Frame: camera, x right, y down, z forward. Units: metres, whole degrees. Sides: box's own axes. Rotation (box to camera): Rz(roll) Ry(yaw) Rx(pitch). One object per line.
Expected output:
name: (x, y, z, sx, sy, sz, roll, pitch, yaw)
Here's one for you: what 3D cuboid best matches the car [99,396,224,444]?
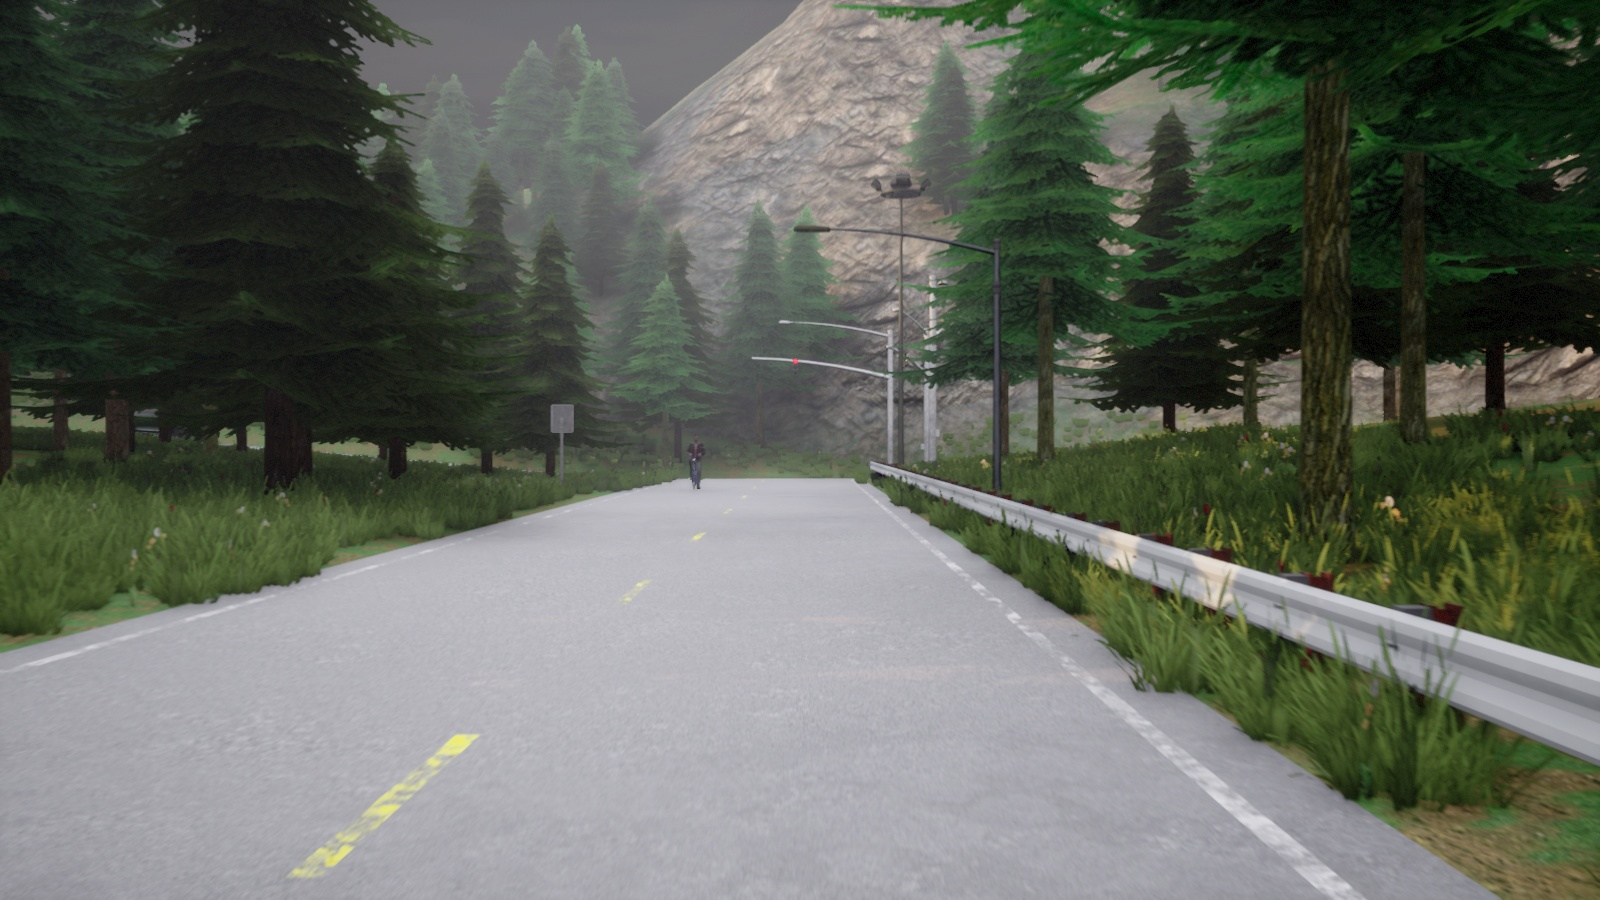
car: (-33.917, -1.580, 66.804, 5.566, 2.045, 2.150, 4, 1, 7)
